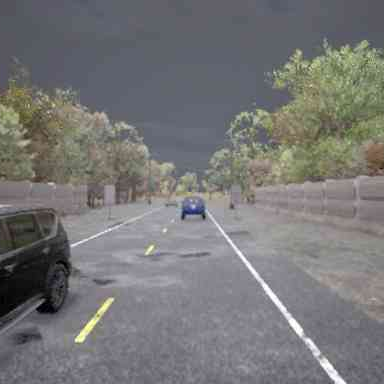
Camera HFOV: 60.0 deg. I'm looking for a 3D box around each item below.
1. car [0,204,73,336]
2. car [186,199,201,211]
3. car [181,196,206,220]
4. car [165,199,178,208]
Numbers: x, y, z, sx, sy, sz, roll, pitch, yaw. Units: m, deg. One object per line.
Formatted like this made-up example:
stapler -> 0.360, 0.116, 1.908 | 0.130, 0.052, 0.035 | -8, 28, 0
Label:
car -> -3.586, 1.247, 4.795 | 2.150, 2.045, 5.566 | 0, 0, 0
car -> 0.243, 1.741, 45.433 | 1.882, 1.535, 5.008 | 0, 0, 1
car -> 0.133, 1.404, 30.806 | 2.150, 2.045, 5.566 | 0, 0, 0
car -> -3.343, 1.865, 54.629 | 1.994, 1.385, 4.181 | 0, 0, 1
